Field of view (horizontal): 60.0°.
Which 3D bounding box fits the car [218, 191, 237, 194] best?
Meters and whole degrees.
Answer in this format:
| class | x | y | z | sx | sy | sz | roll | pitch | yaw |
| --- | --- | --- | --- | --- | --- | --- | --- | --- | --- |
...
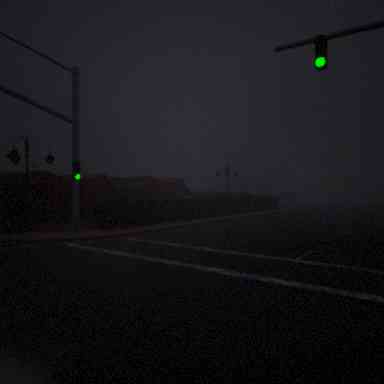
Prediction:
| class | x | y | z | sx | sy | sz | roll | pitch | yaw |
| --- | --- | --- | --- | --- | --- | --- | --- | --- | --- |
| car | 5.189 | 0.693 | 60.250 | 4.605 | 1.855 | 1.932 | 1 | 1 | 35 |
